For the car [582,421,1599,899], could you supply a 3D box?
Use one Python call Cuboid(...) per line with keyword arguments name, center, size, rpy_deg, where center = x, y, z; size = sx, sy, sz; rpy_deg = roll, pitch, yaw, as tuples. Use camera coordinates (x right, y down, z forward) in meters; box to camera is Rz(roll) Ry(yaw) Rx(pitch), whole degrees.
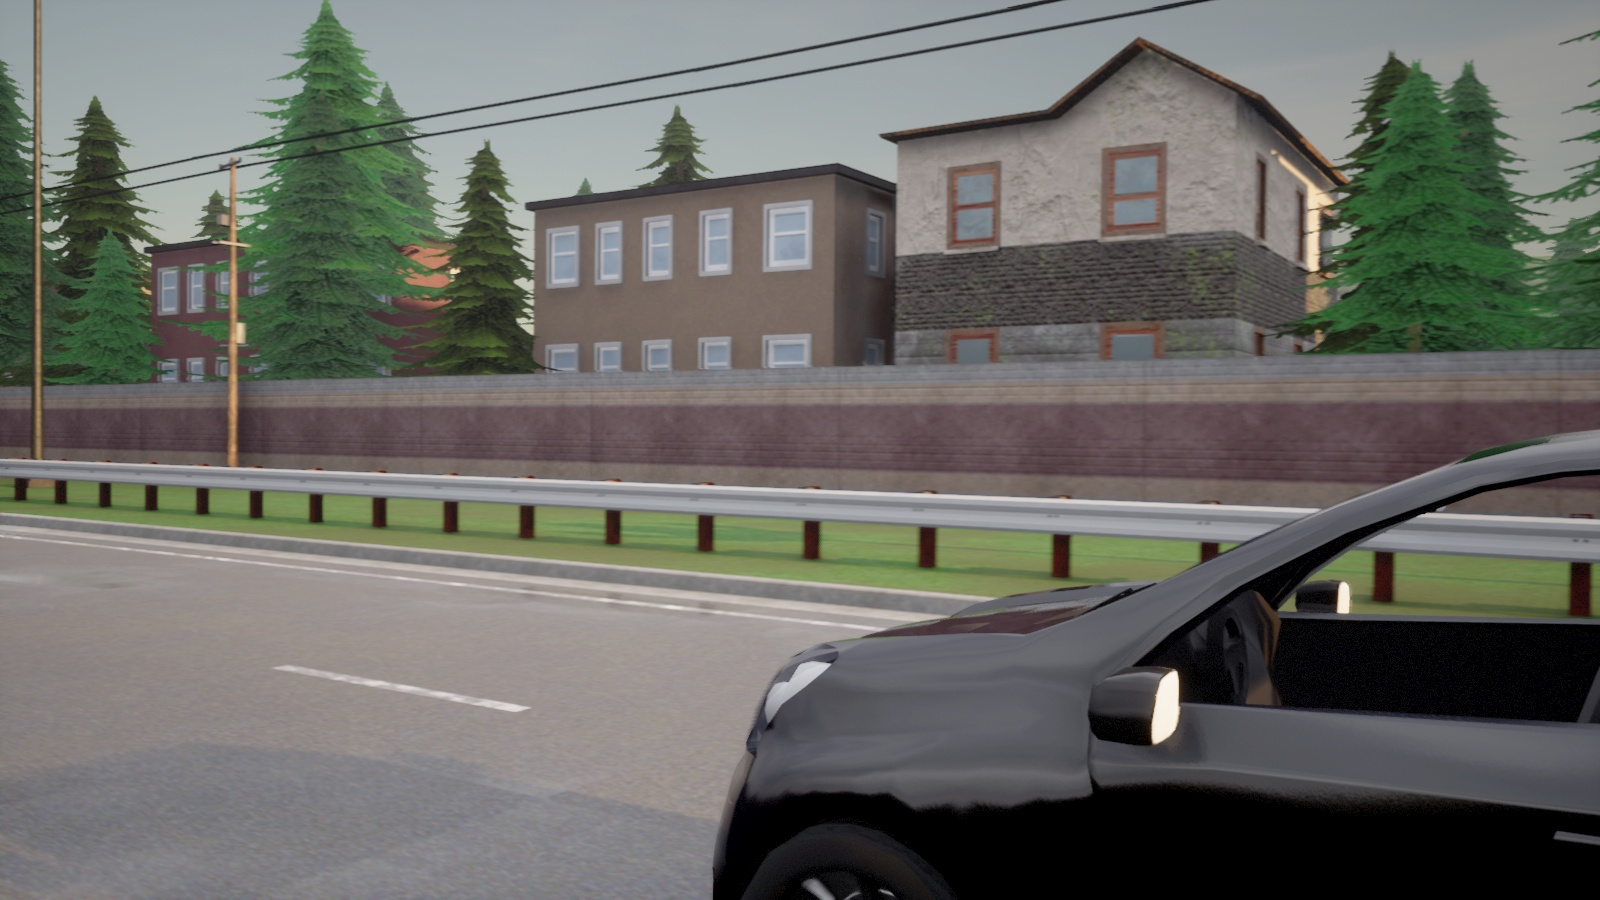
Cuboid(name="car", center=(1.546, 0.695, 2.603), size=(3.633, 1.501, 1.845), rpy_deg=(0, 1, 33))
